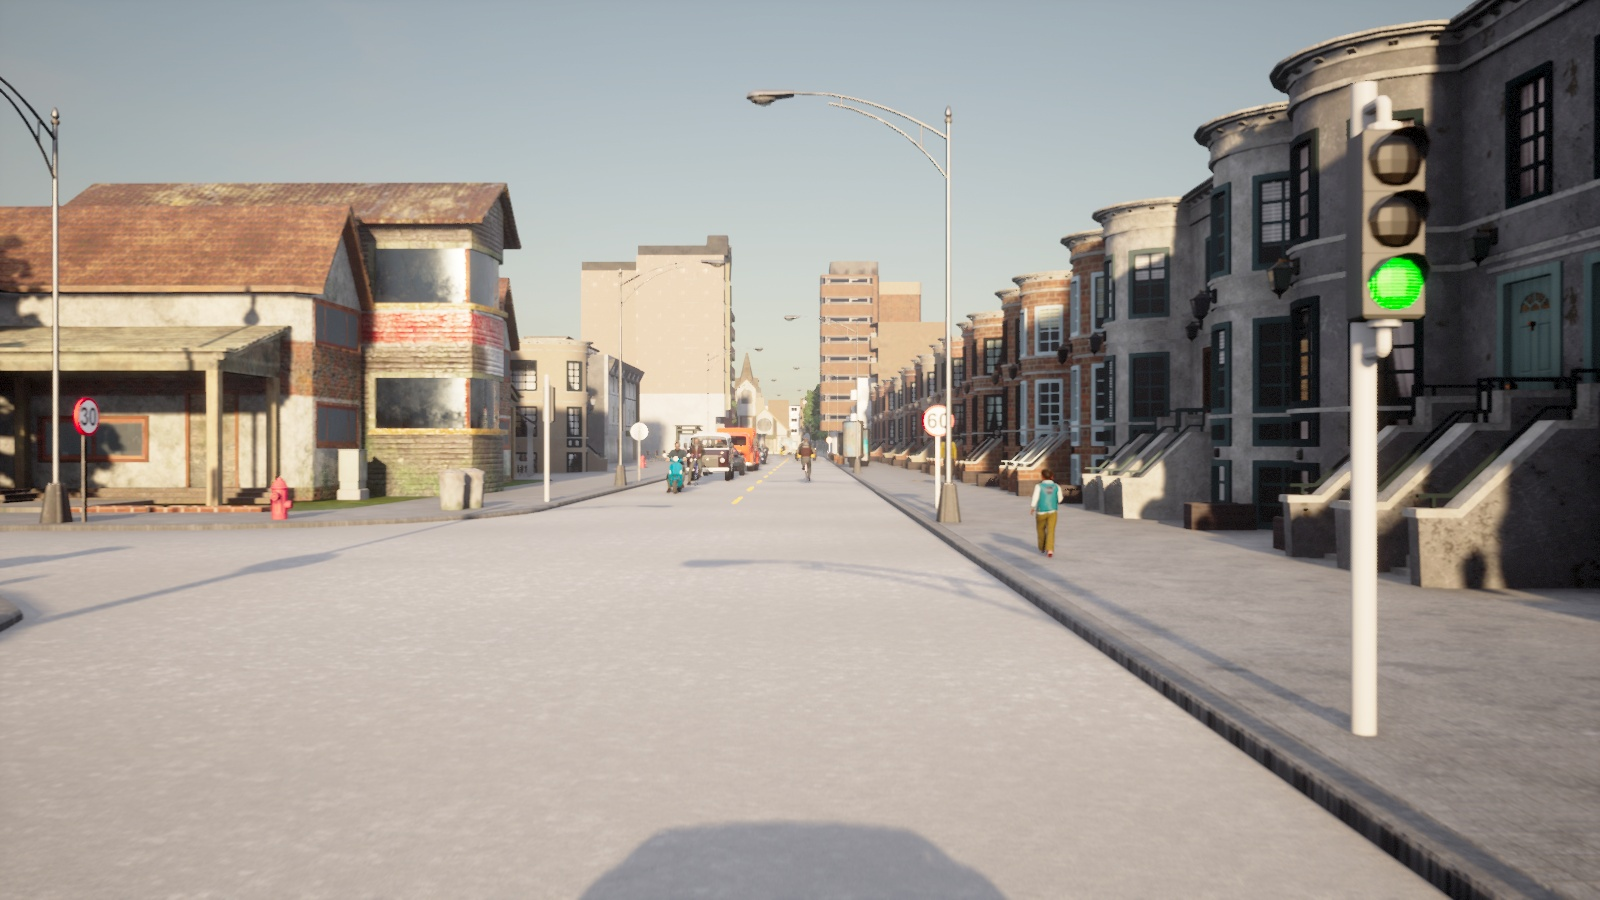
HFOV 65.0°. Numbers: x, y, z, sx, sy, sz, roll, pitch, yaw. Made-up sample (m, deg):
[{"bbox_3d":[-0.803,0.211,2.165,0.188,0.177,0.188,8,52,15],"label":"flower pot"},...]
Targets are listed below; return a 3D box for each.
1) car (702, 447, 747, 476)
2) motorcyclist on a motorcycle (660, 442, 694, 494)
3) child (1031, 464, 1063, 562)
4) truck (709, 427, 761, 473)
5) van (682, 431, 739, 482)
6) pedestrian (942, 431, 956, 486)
[{"bbox_3d":[-3.698,0.554,61.936,1.994,1.385,4.181,0,0,-1],"label":"car"},{"bbox_3d":[-3.805,0.538,38.905,0.866,1.590,1.817,0,0,0],"label":"motorcyclist on a motorcycle"},{"bbox_3d":[3.075,0.775,15.631,0.343,1.192,0.448,0,0,6],"label":"child"},{"bbox_3d":[-3.642,-0.055,71.314,2.627,2.467,5.204,0,2,0],"label":"truck"},{"bbox_3d":[-3.737,0.250,52.950,2.069,2.038,4.480,0,0,0],"label":"van"},{"bbox_3d":[5.059,0.285,42.706,0.431,1.840,0.709,0,0,4],"label":"pedestrian"}]
